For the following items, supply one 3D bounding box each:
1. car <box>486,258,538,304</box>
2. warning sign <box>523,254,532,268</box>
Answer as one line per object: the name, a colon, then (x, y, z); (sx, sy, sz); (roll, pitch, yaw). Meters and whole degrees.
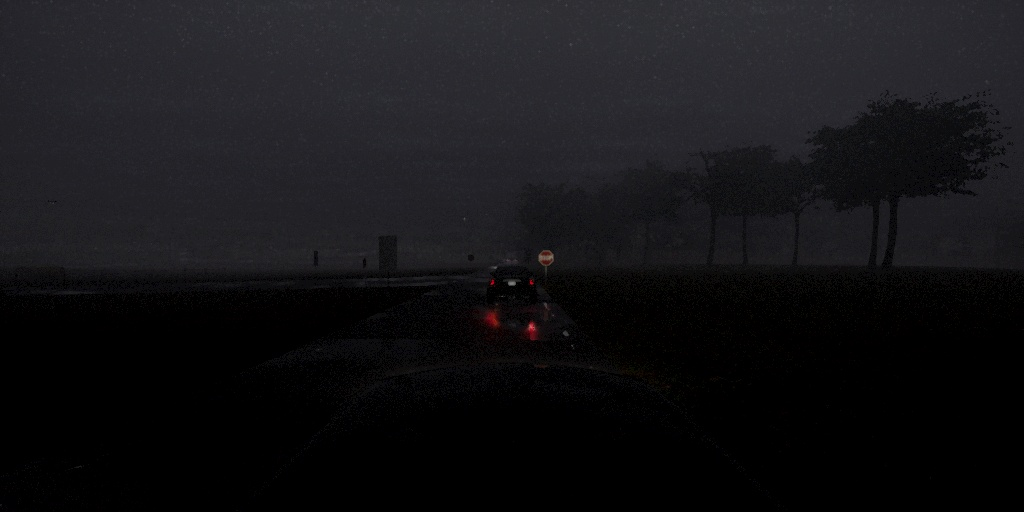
car: (0.000, 1.125, 16.483); (2.097, 1.767, 4.553); (0, 0, 0)
warning sign: (2.451, 1.092, 61.571); (1.300, 1.860, 1.060); (0, 0, 0)
